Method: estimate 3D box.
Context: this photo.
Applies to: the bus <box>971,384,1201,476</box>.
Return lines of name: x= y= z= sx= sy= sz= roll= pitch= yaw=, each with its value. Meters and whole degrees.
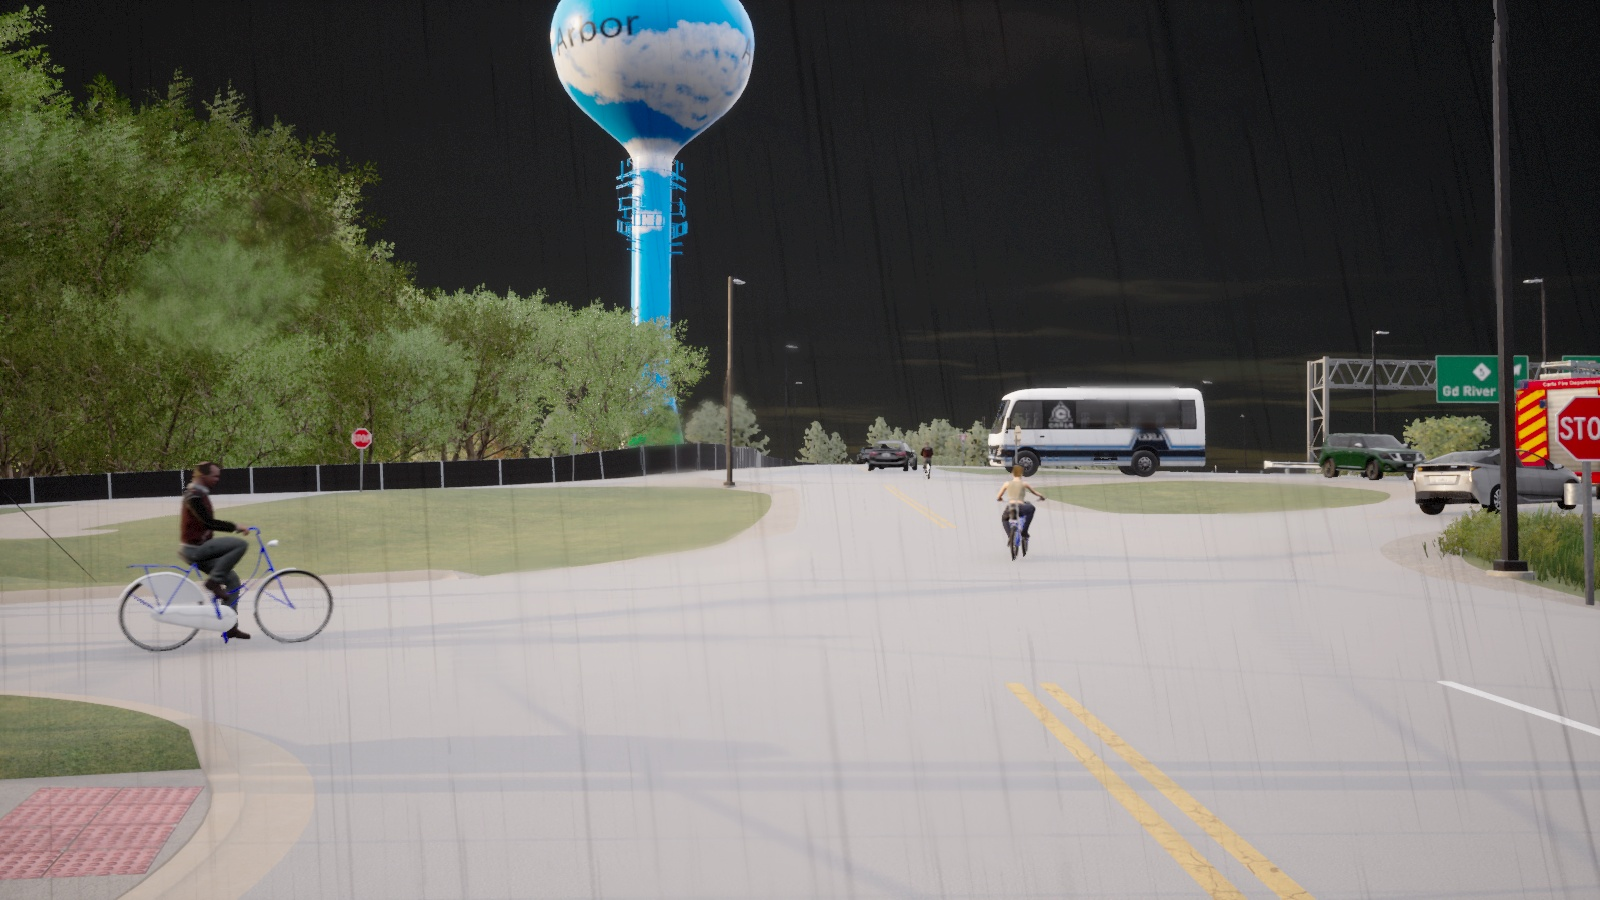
bus: x=13.733 y=-0.961 z=61.020 sx=10.273 sy=4.253 sz=3.944 roll=0 pitch=1 yaw=1

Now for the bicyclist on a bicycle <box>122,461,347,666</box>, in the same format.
bicyclist on a bicycle: x=-5.282 y=1.029 z=11.831 sx=1.843 sy=1.776 sz=0.659 roll=-1 pitch=-2 yaw=-21

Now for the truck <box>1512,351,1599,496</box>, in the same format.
truck: x=23.913 y=-0.756 z=36.593 sx=8.468 sy=3.827 sz=2.891 roll=-1 pitch=-1 yaw=-43

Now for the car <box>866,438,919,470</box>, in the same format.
car: x=5.143 y=0.189 z=69.076 sx=2.242 sy=1.667 sz=4.611 roll=0 pitch=1 yaw=13

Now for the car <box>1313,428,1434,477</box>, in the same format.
car: x=25.194 y=0.069 z=55.422 sx=2.150 sy=2.045 sz=5.566 roll=0 pitch=0 yaw=-9

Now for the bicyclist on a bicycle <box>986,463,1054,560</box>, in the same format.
bicyclist on a bicycle: x=3.844 y=1.043 z=21.824 sx=0.866 sy=1.612 sz=1.509 roll=-2 pitch=-1 yaw=20

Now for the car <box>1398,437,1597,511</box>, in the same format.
car: x=16.541 y=0.550 z=29.741 sx=4.514 sy=1.525 sz=2.007 roll=-2 pitch=-1 yaw=-30
